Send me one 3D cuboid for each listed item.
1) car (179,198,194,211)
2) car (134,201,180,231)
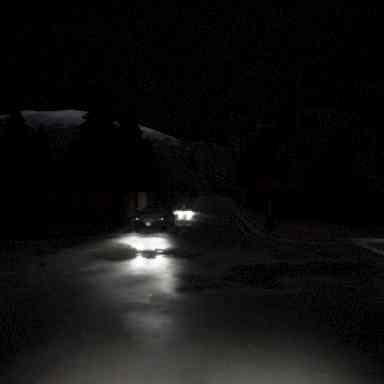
[{"bbox_3d":[-0.786,1.490,41.492,2.128,1.511,4.902,0,0,4],"label":"car"},{"bbox_3d":[-2.211,1.491,20.530,2.128,1.511,4.902,0,0,4],"label":"car"}]
